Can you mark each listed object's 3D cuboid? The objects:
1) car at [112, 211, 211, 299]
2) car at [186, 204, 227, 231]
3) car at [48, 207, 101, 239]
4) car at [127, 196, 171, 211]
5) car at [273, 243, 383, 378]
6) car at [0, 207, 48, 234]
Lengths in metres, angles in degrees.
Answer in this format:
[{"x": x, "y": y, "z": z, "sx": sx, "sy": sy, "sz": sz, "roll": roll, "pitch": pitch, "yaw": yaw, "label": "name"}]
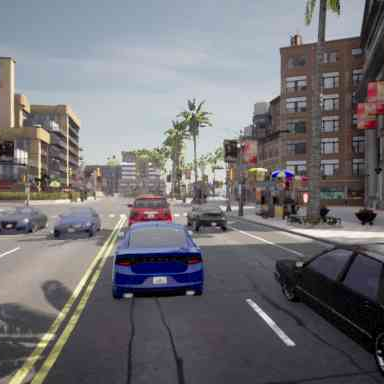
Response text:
[{"x": -0.922, "y": 1.478, "z": 8.594, "sx": 1.882, "sy": 1.535, "sz": 5.008, "roll": 0, "pitch": 0, "yaw": -8, "label": "car"}, {"x": 0.818, "y": 1.504, "z": 20.514, "sx": 1.837, "sy": 1.490, "sz": 4.892, "roll": 0, "pitch": 0, "yaw": -9, "label": "car"}, {"x": -5.946, "y": 1.525, "z": 17.710, "sx": 1.812, "sy": 1.442, "sz": 4.674, "roll": 0, "pitch": 0, "yaw": -9, "label": "car"}, {"x": -2.341, "y": 1.221, "z": 18.243, "sx": 2.150, "sy": 2.045, "sz": 5.566, "roll": 0, "pitch": 0, "yaw": -9, "label": "car"}, {"x": 3.027, "y": 1.548, "z": 5.243, "sx": 2.033, "sy": 1.411, "sz": 5.357, "roll": 0, "pitch": 0, "yaw": -6, "label": "car"}, {"x": -9.702, "y": 1.564, "z": 19.096, "sx": 1.994, "sy": 1.385, "sz": 4.181, "roll": 0, "pitch": 0, "yaw": -9, "label": "car"}]
